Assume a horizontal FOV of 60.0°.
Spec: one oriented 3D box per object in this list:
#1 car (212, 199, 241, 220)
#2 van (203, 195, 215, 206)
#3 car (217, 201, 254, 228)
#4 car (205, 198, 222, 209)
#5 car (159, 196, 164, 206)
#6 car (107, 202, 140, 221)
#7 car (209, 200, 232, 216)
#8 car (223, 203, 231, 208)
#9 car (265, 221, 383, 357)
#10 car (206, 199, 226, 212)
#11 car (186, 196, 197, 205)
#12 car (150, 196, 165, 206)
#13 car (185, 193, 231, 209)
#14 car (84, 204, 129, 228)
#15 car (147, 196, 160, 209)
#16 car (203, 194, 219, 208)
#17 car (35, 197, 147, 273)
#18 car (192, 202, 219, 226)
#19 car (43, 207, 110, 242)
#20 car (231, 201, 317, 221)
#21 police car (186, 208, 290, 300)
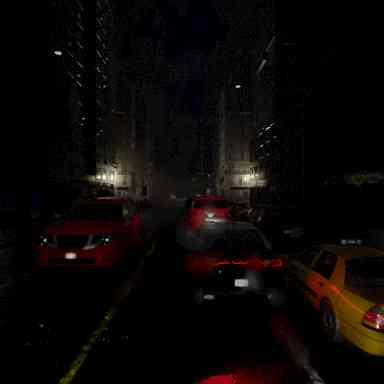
[{"bbox_3d":[2.825,1.438,28.157,1.967,1.590,4.097,0,0,0],"label":"car"},{"bbox_3d":[2.794,1.338,55.776,1.690,1.788,3.998,0,0,0],"label":"van"},{"bbox_3d":[2.831,1.439,22.634,1.967,1.590,4.097,0,0,0],"label":"car"},{"bbox_3d":[2.806,1.563,44.728,1.947,1.339,4.313,0,0,0],"label":"car"},{"bbox_3d":[-5.726,1.563,50.236,1.947,1.339,4.313,0,0,0],"label":"car"},{"bbox_3d":[-5.701,1.564,28.135,1.947,1.339,4.313,0,0,0],"label":"car"},{"bbox_3d":[2.819,1.549,33.681,2.008,1.369,4.403,0,0,0],"label":"car"},{"bbox_3d":[2.837,1.524,17.280,1.752,1.417,4.829,0,0,0],"label":"car"},{"bbox_3d":[2.850,1.525,6.233,1.752,1.417,4.829,0,0,0],"label":"car"},{"bbox_3d":[2.812,1.548,39.205,2.008,1.369,4.403,0,0,0],"label":"car"},{"bbox_3d":[-0.069,1.522,59.563,1.812,1.442,4.674,0,0,0],"label":"car"},{"bbox_3d":[-5.732,1.437,55.761,1.967,1.590,4.097,0,0,0],"label":"car"},{"bbox_3d":[0.878,1.222,18.471,2.150,2.045,5.566,0,0,0],"label":"car"},{"bbox_3d":[-5.695,1.565,22.610,1.947,1.339,4.313,0,0,0],"label":"car"},{"bbox_3d":[-5.720,1.579,44.711,1.802,1.307,4.206,0,0,0],"label":"car"},{"bbox_3d":[2.800,1.312,50.252,2.192,1.841,5.009,0,0,0],"label":"car"},{"bbox_3d":[-3.027,1.221,10.987,2.150,2.045,5.566,0,0,-1],"label":"car"},{"bbox_3d":[0.871,1.525,24.441,1.812,1.442,4.674,0,0,0],"label":"car"},{"bbox_3d":[-5.688,1.544,17.085,1.887,1.381,4.507,0,0,0],"label":"car"},{"bbox_3d":[2.844,1.315,11.586,2.192,1.841,5.009,0,0,0],"label":"car"},{"bbox_3d":[0.888,1.425,8.551,1.930,1.638,5.238,0,0,0],"label":"police car"}]
